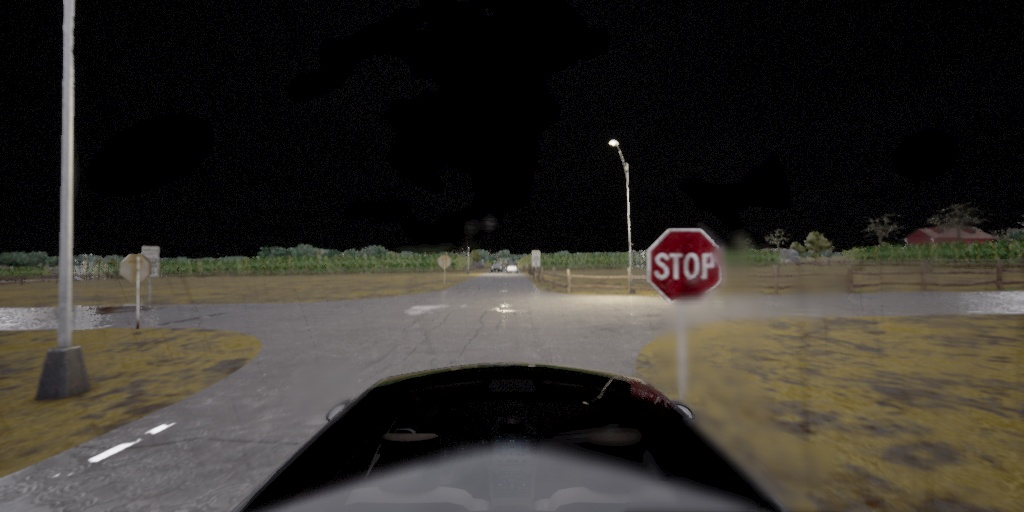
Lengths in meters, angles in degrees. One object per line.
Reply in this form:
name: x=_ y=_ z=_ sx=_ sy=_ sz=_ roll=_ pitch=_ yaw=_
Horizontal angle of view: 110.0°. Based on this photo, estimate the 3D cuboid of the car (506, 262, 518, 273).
car: x=0.035 y=2.185 z=60.550 sx=1.812 sy=1.442 sz=4.674 roll=0 pitch=-1 yaw=0

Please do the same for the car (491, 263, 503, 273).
car: x=-2.713 y=2.099 z=65.173 sx=2.097 sy=1.767 sz=4.553 roll=0 pitch=-1 yaw=0
